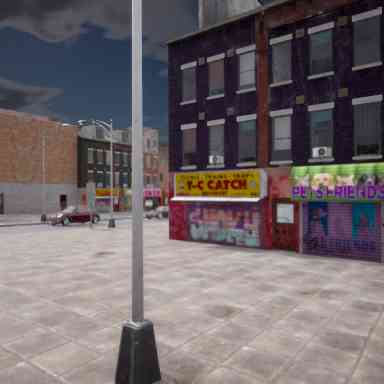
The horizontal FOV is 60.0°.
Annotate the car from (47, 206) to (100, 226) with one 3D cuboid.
[{"bbox_3d":[-9.514,1.825,26.737,1.967,1.590,4.097,-2,-2,36],"label":"car"}]

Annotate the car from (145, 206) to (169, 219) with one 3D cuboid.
[{"bbox_3d":[-3.088,2.171,35.529,2.008,1.369,4.403,-2,-2,36],"label":"car"}]
